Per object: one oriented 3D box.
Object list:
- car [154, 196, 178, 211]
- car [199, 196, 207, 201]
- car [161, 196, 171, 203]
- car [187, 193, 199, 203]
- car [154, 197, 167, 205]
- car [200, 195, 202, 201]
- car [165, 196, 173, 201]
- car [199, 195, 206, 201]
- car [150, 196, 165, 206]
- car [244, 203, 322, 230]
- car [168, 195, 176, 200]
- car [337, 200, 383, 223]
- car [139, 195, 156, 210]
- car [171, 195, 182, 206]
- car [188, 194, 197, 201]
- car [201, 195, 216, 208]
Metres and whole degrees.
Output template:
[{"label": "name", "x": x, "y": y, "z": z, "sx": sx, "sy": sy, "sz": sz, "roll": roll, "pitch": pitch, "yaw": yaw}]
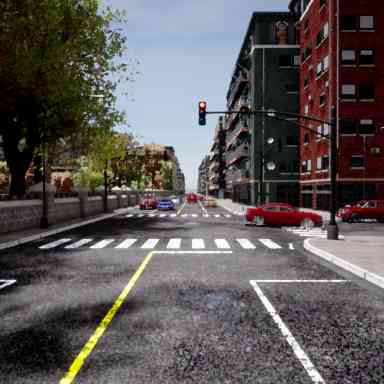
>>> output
[{"label": "car", "x": -3.066, "y": 1.533, "z": 40.024, "sx": 1.812, "sy": 1.442, "sz": 4.674, "roll": 0, "pitch": 0, "yaw": 0}, {"label": "car", "x": 2.757, "y": 1.587, "z": 82.636, "sx": 1.887, "sy": 1.381, "sz": 4.507, "roll": 0, "pitch": 0, "yaw": 0}, {"label": "car", "x": -5.632, "y": 1.613, "z": 71.571, "sx": 1.802, "sy": 1.307, "sz": 4.206, "roll": 0, "pitch": 0, "yaw": 0}, {"label": "car", "x": 0.060, "y": 1.251, "z": 69.238, "sx": 2.150, "sy": 2.045, "sz": 5.566, "roll": 0, "pitch": 0, "yaw": 0}, {"label": "car", "x": -5.642, "y": 1.566, "z": 60.502, "sx": 1.887, "sy": 1.381, "sz": 4.507, "roll": 0, "pitch": 0, "yaw": 0}, {"label": "car", "x": 2.734, "y": 1.562, "z": 54.960, "sx": 1.887, "sy": 1.381, "sz": 4.507, "roll": 0, "pitch": 0, "yaw": 0}, {"label": "car", "x": -5.623, "y": 1.624, "z": 82.642, "sx": 1.802, "sy": 1.307, "sz": 4.206, "roll": 0, "pitch": 0, "yaw": 0}, {"label": "car", "x": 2.761, "y": 1.593, "z": 88.171, "sx": 1.887, "sy": 1.381, "sz": 4.507, "roll": 0, "pitch": 0, "yaw": 0}, {"label": "car", "x": -5.647, "y": 1.457, "z": 54.966, "sx": 1.967, "sy": 1.590, "sz": 4.097, "roll": 0, "pitch": 0, "yaw": 0}, {"label": "car", "x": 5.999, "y": 1.556, "z": 22.113, "sx": 5.008, "sy": 1.535, "sz": 1.882, "roll": 2, "pitch": 1, "yaw": 15}, {"label": "car", "x": -5.614, "y": 1.580, "z": 93.542, "sx": 1.752, "sy": 1.417, "sz": 4.829, "roll": 0, "pitch": 0, "yaw": 0}, {"label": "car", "x": 14.639, "y": 1.591, "z": 27.306, "sx": 5.009, "sy": 1.841, "sz": 2.192, "roll": 1, "pitch": -1, "yaw": 0}, {"label": "car", "x": -5.656, "y": 1.324, "z": 43.896, "sx": 2.192, "sy": 1.841, "sz": 5.009, "roll": 0, "pitch": 0, "yaw": 0}, {"label": "car", "x": -3.044, "y": 1.543, "z": 54.839, "sx": 1.812, "sy": 1.442, "sz": 4.674, "roll": 0, "pitch": 0, "yaw": 0}, {"label": "car", "x": 0.068, "y": 1.306, "z": 79.598, "sx": 2.097, "sy": 1.767, "sz": 4.553, "roll": 0, "pitch": 0, "yaw": 0}, {"label": "car", "x": 2.730, "y": 1.538, "z": 49.595, "sx": 1.752, "sy": 1.417, "sz": 4.829, "roll": 0, "pitch": 0, "yaw": 0}]
